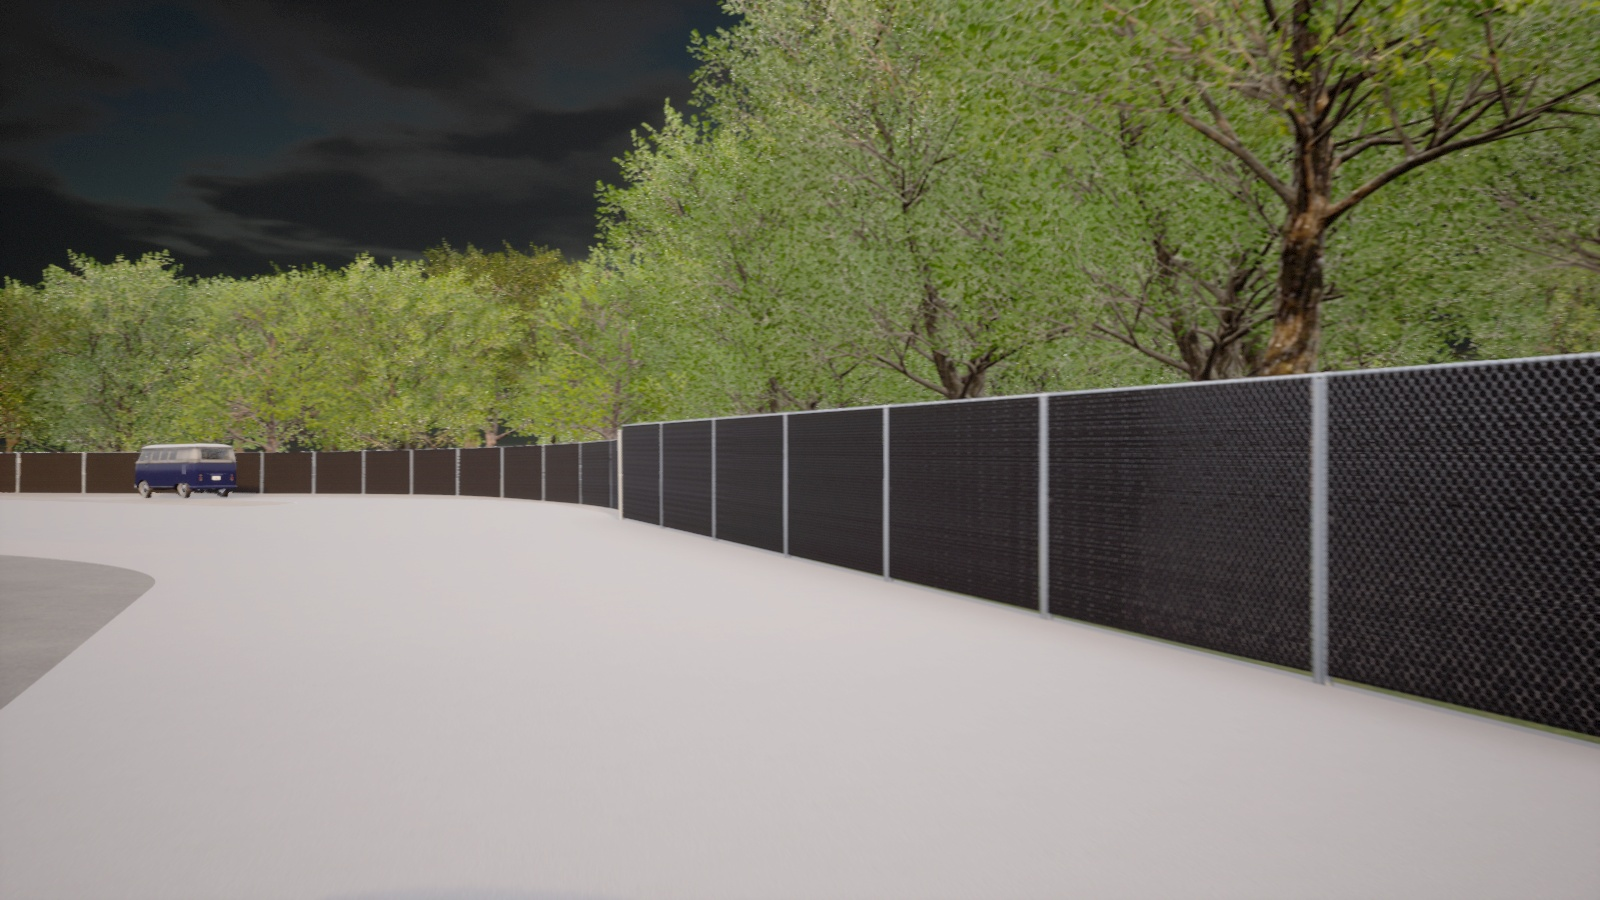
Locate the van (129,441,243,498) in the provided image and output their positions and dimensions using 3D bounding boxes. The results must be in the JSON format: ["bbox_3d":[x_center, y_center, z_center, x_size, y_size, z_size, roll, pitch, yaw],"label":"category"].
[{"bbox_3d":[-22.501,0.734,45.975,4.442,1.987,1.775,-1,-2,34],"label":"van"}]
